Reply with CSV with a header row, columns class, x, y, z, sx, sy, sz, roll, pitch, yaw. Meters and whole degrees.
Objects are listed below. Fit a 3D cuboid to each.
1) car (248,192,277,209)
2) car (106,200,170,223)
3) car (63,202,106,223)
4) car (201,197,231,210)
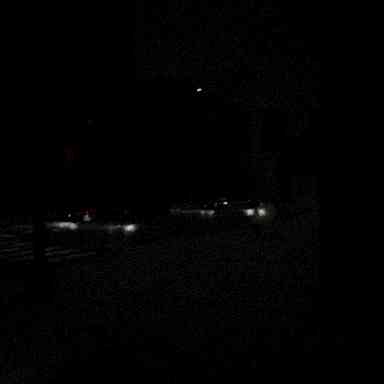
class,x,y,z,sx,sy,sz,roll,pitch,yaw
car,9.305,1.043,43.477,2.150,2.045,5.566,0,0,36
car,-3.716,1.393,25.140,1.882,1.535,5.008,0,0,35
car,-7.582,1.493,25.309,1.994,1.385,4.181,0,0,35
car,2.969,1.343,40.194,2.128,1.511,4.902,0,0,35
